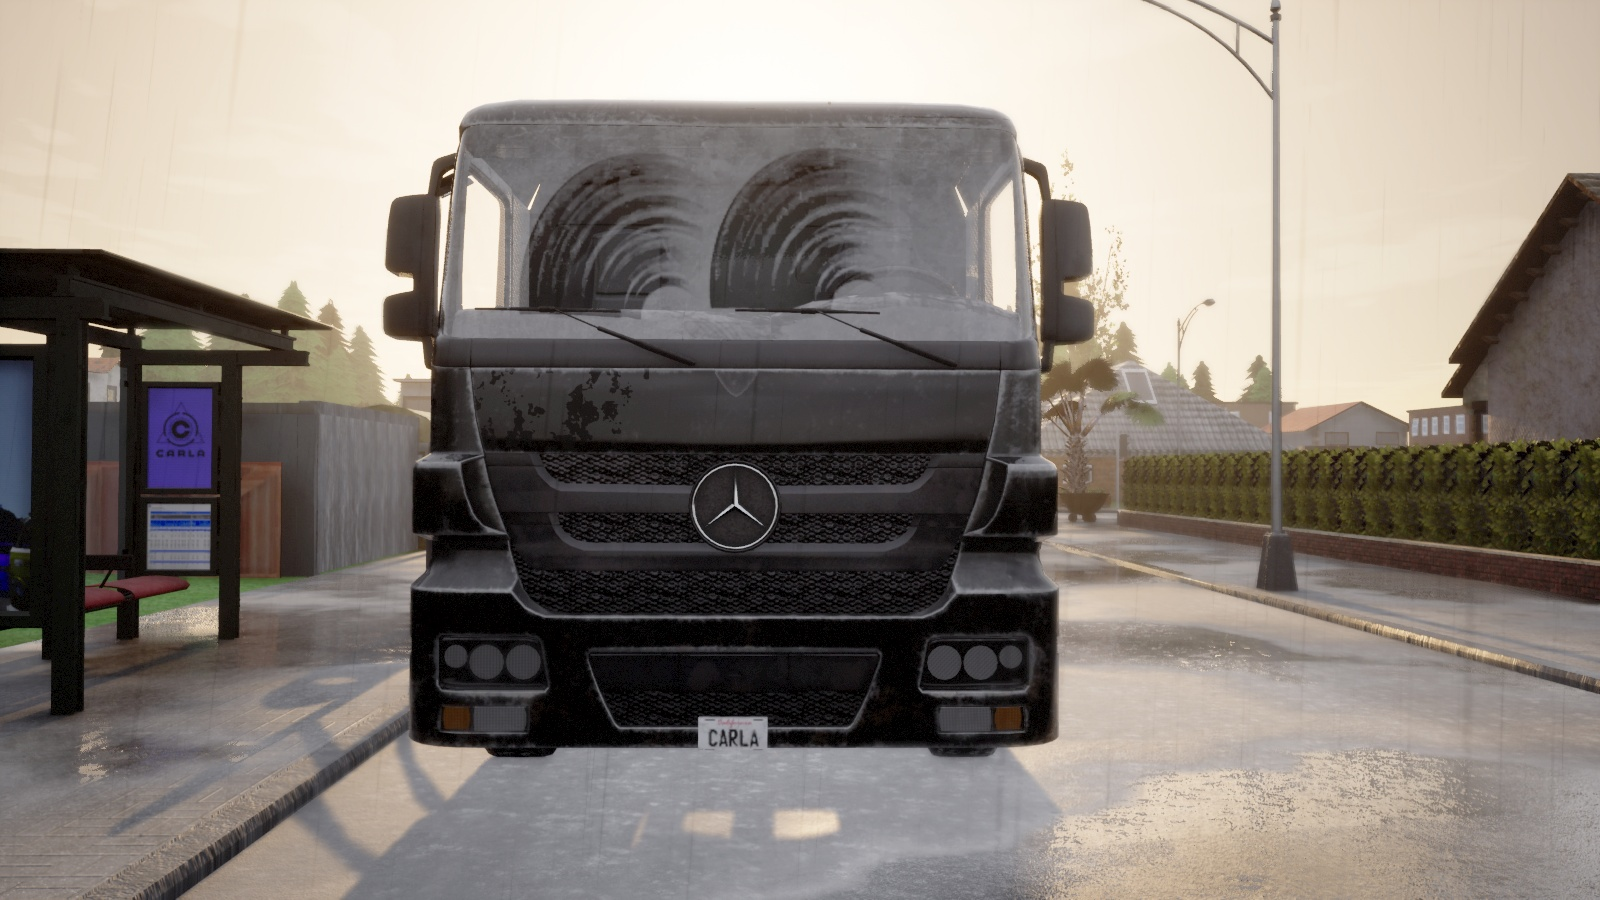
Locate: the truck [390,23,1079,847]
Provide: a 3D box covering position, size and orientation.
[{"bbox_3d":[-0.345,-0.011,9.266,2.891,3.462,7.936,0,-1,-1],"label":"truck"}]
